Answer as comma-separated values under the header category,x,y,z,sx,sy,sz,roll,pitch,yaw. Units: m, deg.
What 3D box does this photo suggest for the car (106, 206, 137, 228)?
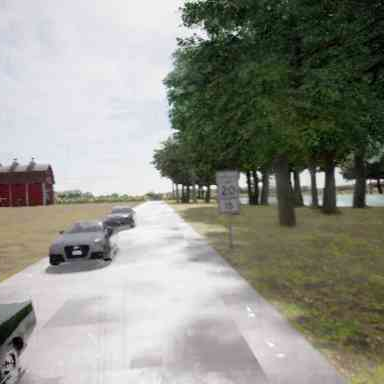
category,x,y,z,sx,sy,sz,roll,pitch,yaw
car,-5.142,1.812,24.634,1.837,1.490,4.892,-3,0,-6

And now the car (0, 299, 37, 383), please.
category,x,y,z,sx,sy,sz,roll,pitch,yaw
car,-2.794,1.753,2.336,1.895,1.301,4.718,-3,0,-8

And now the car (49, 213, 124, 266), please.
category,x,y,z,sx,sy,sz,roll,pitch,yaw
car,-3.936,1.782,12.669,1.994,1.385,4.181,-3,0,-7
